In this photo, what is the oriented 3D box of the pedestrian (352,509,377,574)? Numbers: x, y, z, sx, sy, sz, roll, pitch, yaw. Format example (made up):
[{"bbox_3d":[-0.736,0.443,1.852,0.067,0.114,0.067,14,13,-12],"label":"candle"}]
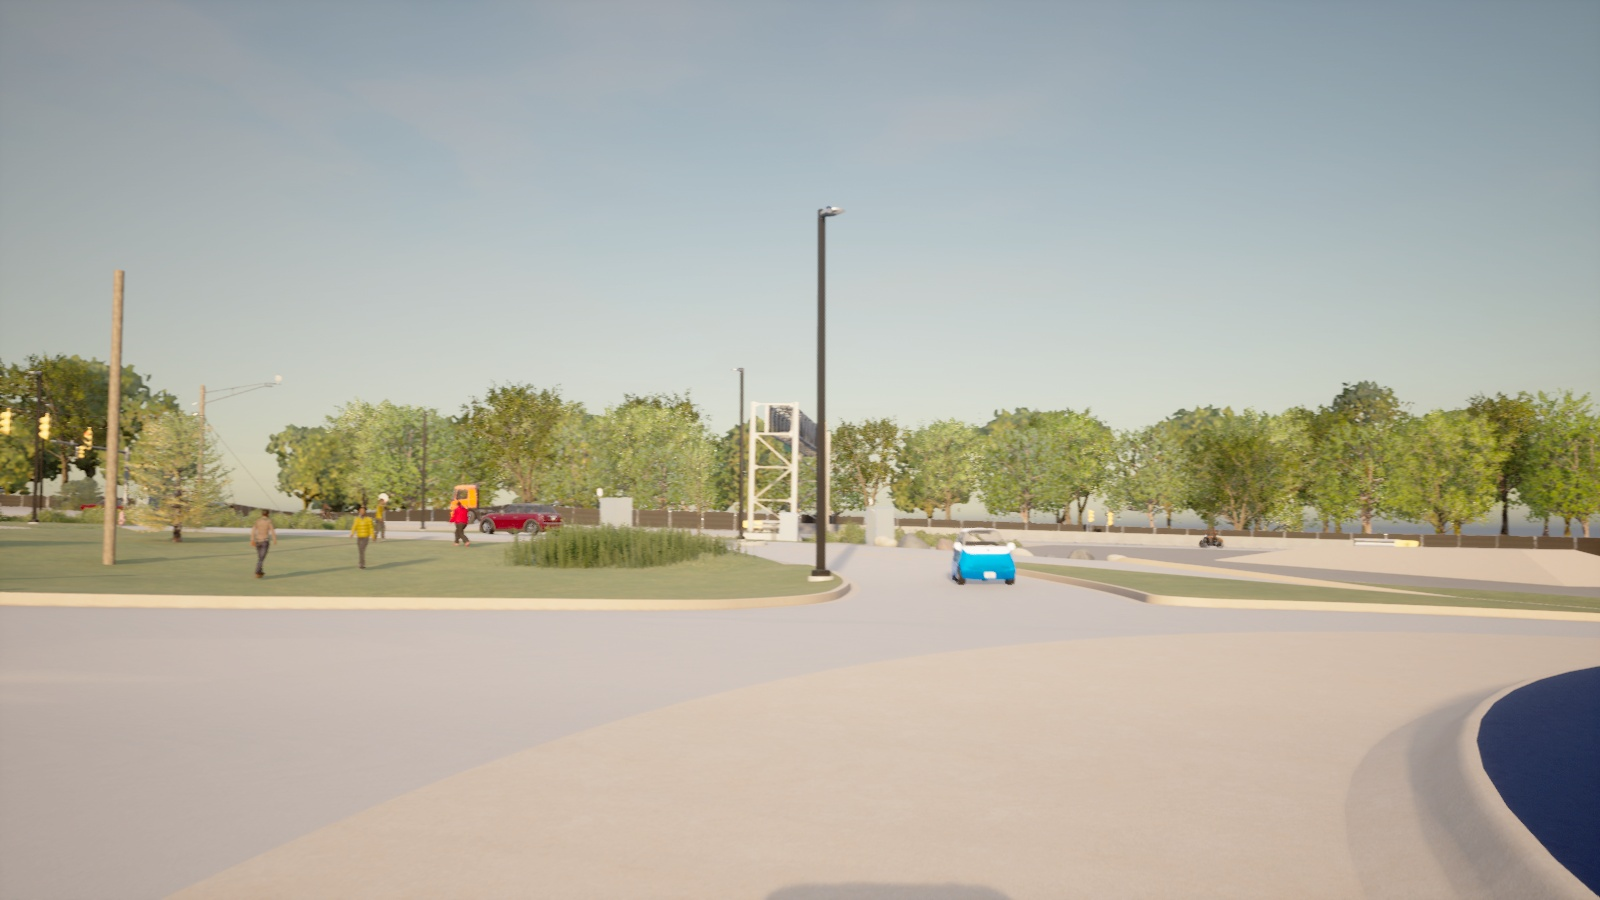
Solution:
[{"bbox_3d":[-12.628,2.652,36.457,0.431,1.840,0.709,0,-3,3],"label":"pedestrian"}]

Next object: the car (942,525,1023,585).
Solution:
[{"bbox_3d":[4.472,2.568,30.998,1.481,1.376,2.207,0,-3,-5],"label":"car"}]

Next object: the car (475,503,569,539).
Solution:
[{"bbox_3d":[-14.631,3.720,65.994,4.553,1.767,2.097,-1,-4,30],"label":"car"}]

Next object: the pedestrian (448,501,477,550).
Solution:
[{"bbox_3d":[-13.051,2.915,48.555,0.899,1.844,0.634,-2,-4,32],"label":"pedestrian"}]

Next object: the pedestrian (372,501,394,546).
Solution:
[{"bbox_3d":[-17.297,3.039,52.104,0.709,1.840,0.431,-1,-3,4],"label":"pedestrian"}]

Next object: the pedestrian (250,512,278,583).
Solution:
[{"bbox_3d":[-13.916,2.519,32.625,0.328,1.805,0.869,0,-3,0],"label":"pedestrian"}]
